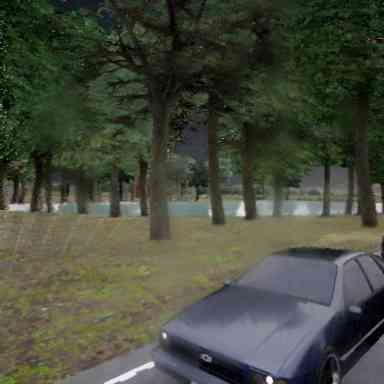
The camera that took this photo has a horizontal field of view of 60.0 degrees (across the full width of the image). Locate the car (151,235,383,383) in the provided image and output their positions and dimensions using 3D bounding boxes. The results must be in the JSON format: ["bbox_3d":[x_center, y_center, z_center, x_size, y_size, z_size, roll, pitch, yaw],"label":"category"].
[{"bbox_3d":[1.946,1.632,5.265,2.033,1.411,5.357,-2,-1,44],"label":"car"}]
